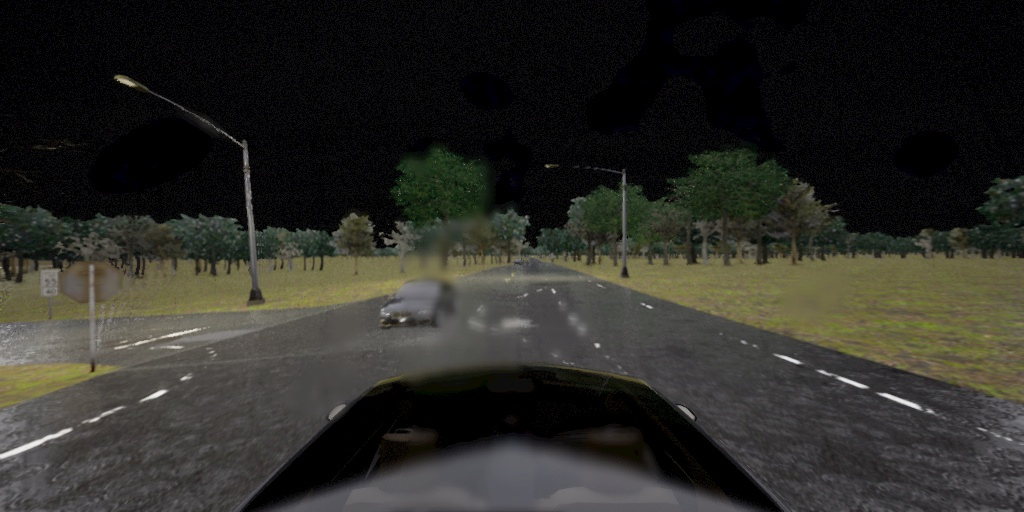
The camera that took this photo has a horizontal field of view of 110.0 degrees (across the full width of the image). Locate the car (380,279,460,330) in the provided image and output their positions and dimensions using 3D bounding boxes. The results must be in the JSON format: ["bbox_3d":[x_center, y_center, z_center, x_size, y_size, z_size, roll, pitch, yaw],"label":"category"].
[{"bbox_3d":[-3.114,1.619,12.955,1.837,1.490,4.892,-2,0,2],"label":"car"}]
